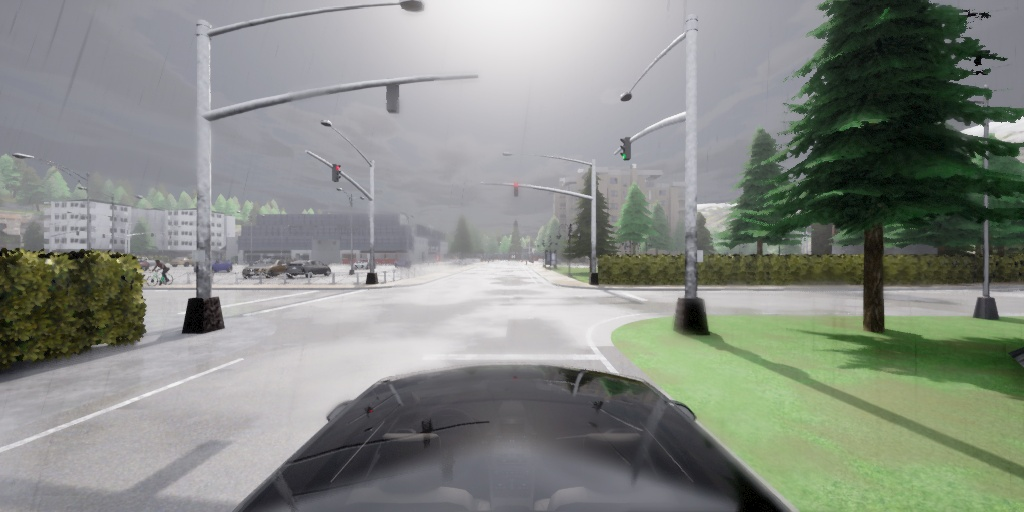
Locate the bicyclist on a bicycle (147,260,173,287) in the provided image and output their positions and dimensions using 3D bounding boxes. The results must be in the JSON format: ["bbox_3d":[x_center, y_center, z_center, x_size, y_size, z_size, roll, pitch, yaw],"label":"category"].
[{"bbox_3d":[-21.759,1.051,22.176,0.582,1.620,1.656,0,0,1],"label":"bicyclist on a bicycle"}]
